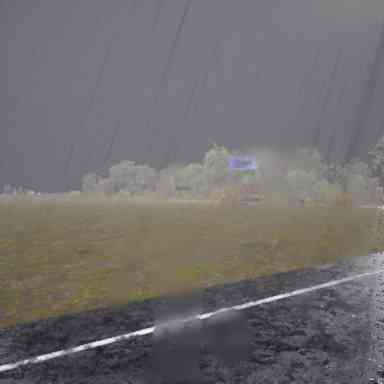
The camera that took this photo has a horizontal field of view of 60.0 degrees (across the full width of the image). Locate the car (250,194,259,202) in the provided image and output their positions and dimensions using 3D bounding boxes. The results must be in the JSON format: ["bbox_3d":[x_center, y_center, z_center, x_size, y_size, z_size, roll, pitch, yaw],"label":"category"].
[{"bbox_3d":[14.266,1.429,81.194,2.097,1.767,4.553,0,0,-33],"label":"car"}]

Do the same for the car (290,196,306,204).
[{"bbox_3d":[21.665,1.664,69.634,1.837,1.490,4.892,0,0,-33],"label":"car"}]
